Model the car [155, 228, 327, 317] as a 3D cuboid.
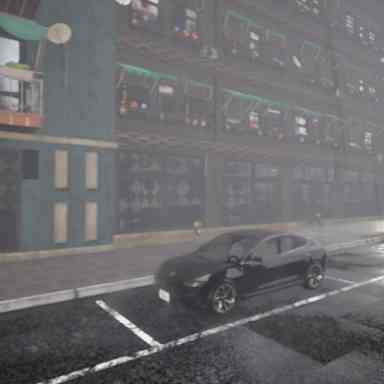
[{"bbox_3d":[1.266,1.544,7.451,4.313,1.339,1.947,0,1,-35],"label":"car"}]
